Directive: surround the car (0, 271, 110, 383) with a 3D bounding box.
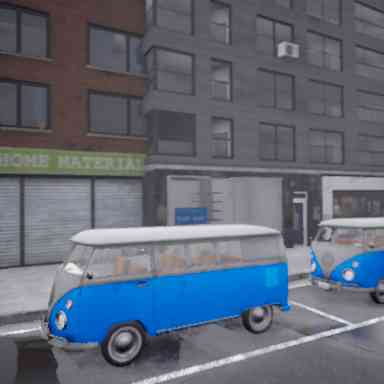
[{"bbox_3d":[-3.024,1.529,1.240,4.902,1.511,2.128,1,-1,-28],"label":"car"}]

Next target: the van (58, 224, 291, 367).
[{"bbox_3d":[-0.237,1.472,5.614,3.998,1.788,1.690,1,-2,-28],"label":"van"}]

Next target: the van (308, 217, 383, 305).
[{"bbox_3d":[4.711,1.521,8.203,3.998,1.788,1.690,1,-2,-28],"label":"van"}]
